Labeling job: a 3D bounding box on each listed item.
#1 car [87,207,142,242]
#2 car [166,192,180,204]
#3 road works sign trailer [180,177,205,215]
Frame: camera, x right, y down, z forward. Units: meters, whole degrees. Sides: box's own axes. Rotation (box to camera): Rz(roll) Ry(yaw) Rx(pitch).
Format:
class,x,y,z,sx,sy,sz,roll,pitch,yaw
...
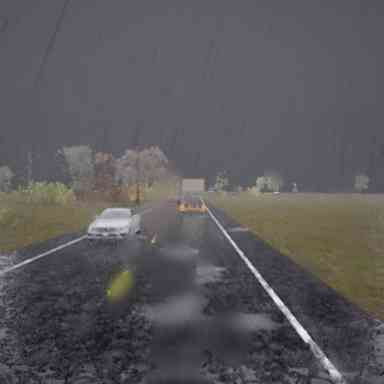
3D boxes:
class,x,y,z,sx,sy,sz,roll,pitch,yaw
car,-3.574,1.475,16.113,1.812,1.442,4.674,0,0,0
car,-3.223,1.049,57.241,2.150,2.045,5.566,0,0,1
road works sign trailer,0.116,0.363,32.601,2.380,3.560,2.880,0,0,0
